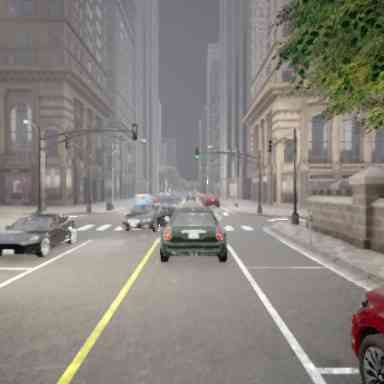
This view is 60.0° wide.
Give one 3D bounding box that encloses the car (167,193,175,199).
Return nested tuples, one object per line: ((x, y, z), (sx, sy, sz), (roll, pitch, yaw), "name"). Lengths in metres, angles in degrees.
((-5.983, 1.083, 93.720), (1.967, 1.590, 4.097), (0, 0, 0), "car")

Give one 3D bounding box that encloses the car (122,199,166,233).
((-2.292, 1.402, 19.267), (2.128, 1.511, 4.902), (0, 0, 17), "car")

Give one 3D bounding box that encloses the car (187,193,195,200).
((-0.189, 1.081, 80.346), (1.882, 1.535, 5.008), (0, 0, 0), "car")

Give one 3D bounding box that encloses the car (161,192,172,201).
((-5.944, 1.010, 77.396), (2.192, 1.841, 5.009), (0, 0, 0), "car")

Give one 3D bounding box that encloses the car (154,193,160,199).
((-5.865, 1.248, 44.749), (1.967, 1.590, 4.097), (0, 0, 0), "car")

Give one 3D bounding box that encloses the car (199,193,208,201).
((2.582, 1.125, 77.423), (1.967, 1.590, 4.097), (0, 0, 0), "car")

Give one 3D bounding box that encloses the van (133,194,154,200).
((-5.852, 1.169, 39.308), (1.690, 1.788, 3.998), (0, 0, 0), "van")

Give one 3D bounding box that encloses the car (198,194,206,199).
((2.555, 1.194, 88.304), (1.887, 1.381, 4.507), (0, 0, 0), "car")

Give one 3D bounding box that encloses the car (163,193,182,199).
((-3.172, 1.317, 54.618), (2.033, 1.411, 5.357), (0, 0, 1), "car")

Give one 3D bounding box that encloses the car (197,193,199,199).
((2.608, 1.273, 66.542), (2.008, 1.369, 4.403), (0, 0, 0), "car")

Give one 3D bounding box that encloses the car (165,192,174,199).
((-5.970, 0.974, 88.278), (2.192, 1.841, 5.009), (0, 0, 0), "car")

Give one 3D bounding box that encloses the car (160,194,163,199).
((-5.878, 1.332, 50.190), (1.887, 1.381, 4.507), (0, 0, 0), "car")

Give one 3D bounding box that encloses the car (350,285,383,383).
((2.765, 1.304, 1.634), (2.192, 1.841, 5.009), (0, 0, 0), "car")

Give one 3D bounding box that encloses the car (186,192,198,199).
((-0.165, 1.066, 70.313), (2.097, 1.767, 4.553), (0, 0, 0), "car")

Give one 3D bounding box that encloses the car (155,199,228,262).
((0.055, 1.293, 11.997), (2.097, 1.767, 4.553), (0, 0, 0), "car")

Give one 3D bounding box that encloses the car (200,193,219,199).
((2.660, 1.112, 44.778), (2.192, 1.841, 5.009), (0, 0, 0), "car")

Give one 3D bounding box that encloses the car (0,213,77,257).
((-5.787, 1.511, 12.652), (1.947, 1.339, 4.313), (0, 0, 0), "car")

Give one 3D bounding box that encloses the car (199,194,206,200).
((2.568, 1.249, 82.864), (1.802, 1.307, 4.206), (0, 0, 0), "car")
